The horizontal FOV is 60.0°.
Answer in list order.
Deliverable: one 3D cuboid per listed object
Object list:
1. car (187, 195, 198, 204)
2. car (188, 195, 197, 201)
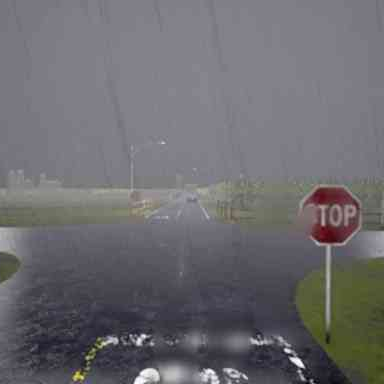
[{"bbox_3d":[0.076,1.279,63.820,2.097,1.767,4.553,0,0,0],"label":"car"},{"bbox_3d":[0.088,1.293,73.888,1.994,1.385,4.181,0,0,0],"label":"car"}]
